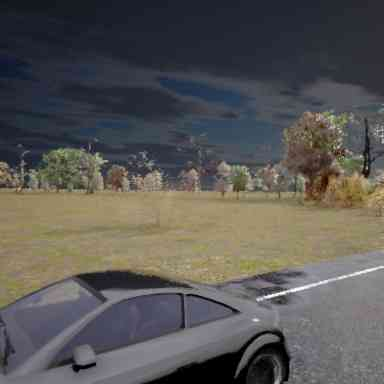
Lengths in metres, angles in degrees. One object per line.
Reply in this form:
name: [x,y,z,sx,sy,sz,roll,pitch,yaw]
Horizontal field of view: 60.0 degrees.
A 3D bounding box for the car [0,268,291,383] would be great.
car: [-0.947,1.568,3.316,4.181,1.385,1.994,0,0,-35]
